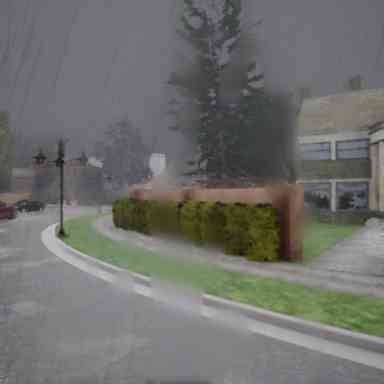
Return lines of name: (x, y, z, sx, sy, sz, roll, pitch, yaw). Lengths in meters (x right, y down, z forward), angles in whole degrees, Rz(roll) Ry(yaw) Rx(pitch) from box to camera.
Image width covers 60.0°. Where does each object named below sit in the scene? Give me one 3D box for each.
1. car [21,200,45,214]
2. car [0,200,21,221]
car: (-18.470, 1.622, 37.061, 1.837, 1.490, 4.892, -1, -1, 11)
car: (-15.078, 1.389, 25.226, 2.097, 1.767, 4.553, 0, 0, -9)
